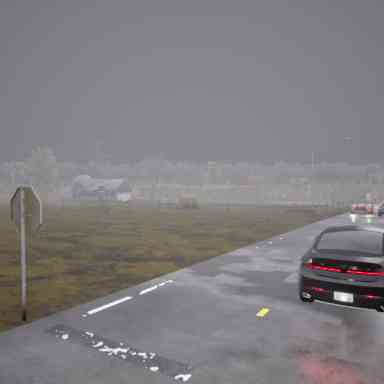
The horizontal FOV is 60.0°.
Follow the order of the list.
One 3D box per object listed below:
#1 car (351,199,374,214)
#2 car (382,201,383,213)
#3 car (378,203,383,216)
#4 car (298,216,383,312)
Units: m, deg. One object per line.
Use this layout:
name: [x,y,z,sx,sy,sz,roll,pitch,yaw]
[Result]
car: [20.031,1.644,39.050,2.097,1.767,4.553,0,-1,32]
car: [25.427,1.896,42.540,1.812,1.442,4.674,0,-1,32]
car: [20.272,1.796,34.106,1.994,1.385,4.181,0,-1,32]
car: [3.812,1.517,7.633,1.837,1.490,4.892,0,0,32]
